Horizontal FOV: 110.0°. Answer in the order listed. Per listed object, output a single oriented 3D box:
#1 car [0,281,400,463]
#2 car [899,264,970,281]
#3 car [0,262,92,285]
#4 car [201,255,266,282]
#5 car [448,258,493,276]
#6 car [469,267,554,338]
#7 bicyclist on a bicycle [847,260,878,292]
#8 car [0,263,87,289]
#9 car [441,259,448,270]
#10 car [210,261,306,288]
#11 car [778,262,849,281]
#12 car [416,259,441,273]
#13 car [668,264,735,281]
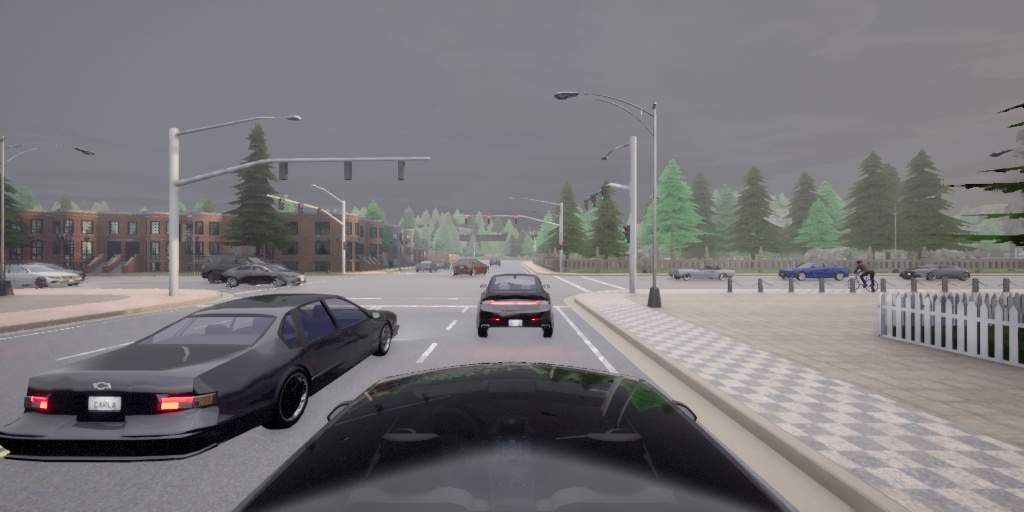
[{"bbox_3d":[-3.434,1.297,5.552,2.033,1.411,5.357,0,0,1],"label":"car"},{"bbox_3d":[34.847,1.314,29.636,4.181,1.385,1.994,0,0,1],"label":"car"},{"bbox_3d":[-34.119,1.252,26.006,4.892,1.490,1.837,1,0,-5],"label":"car"},{"bbox_3d":[-19.562,0.971,26.465,5.566,2.045,2.150,0,0,-2],"label":"car"},{"bbox_3d":[-4.080,1.102,36.266,2.097,1.767,4.553,0,0,21],"label":"car"},{"bbox_3d":[0.087,1.242,10.217,2.128,1.511,4.902,0,0,0],"label":"car"},{"bbox_3d":[18.260,1.052,18.693,0.582,1.620,1.656,0,0,0],"label":"bicyclist on a bicycle"},{"bbox_3d":[-30.367,1.276,22.713,4.674,1.442,1.812,0,0,-3],"label":"car"},{"bbox_3d":[-10.554,1.241,53.651,2.128,1.511,4.902,0,0,0],"label":"car"},{"bbox_3d":[-15.853,1.242,22.941,4.902,1.511,2.128,0,0,0],"label":"car"},{"bbox_3d":[24.872,1.228,29.664,5.008,1.535,1.882,0,0,0],"label":"car"},{"bbox_3d":[-10.557,1.276,44.543,1.812,1.442,4.674,0,0,0],"label":"car"},{"bbox_3d":[15.581,1.351,29.681,4.718,1.301,1.895,0,0,0],"label":"car"}]
